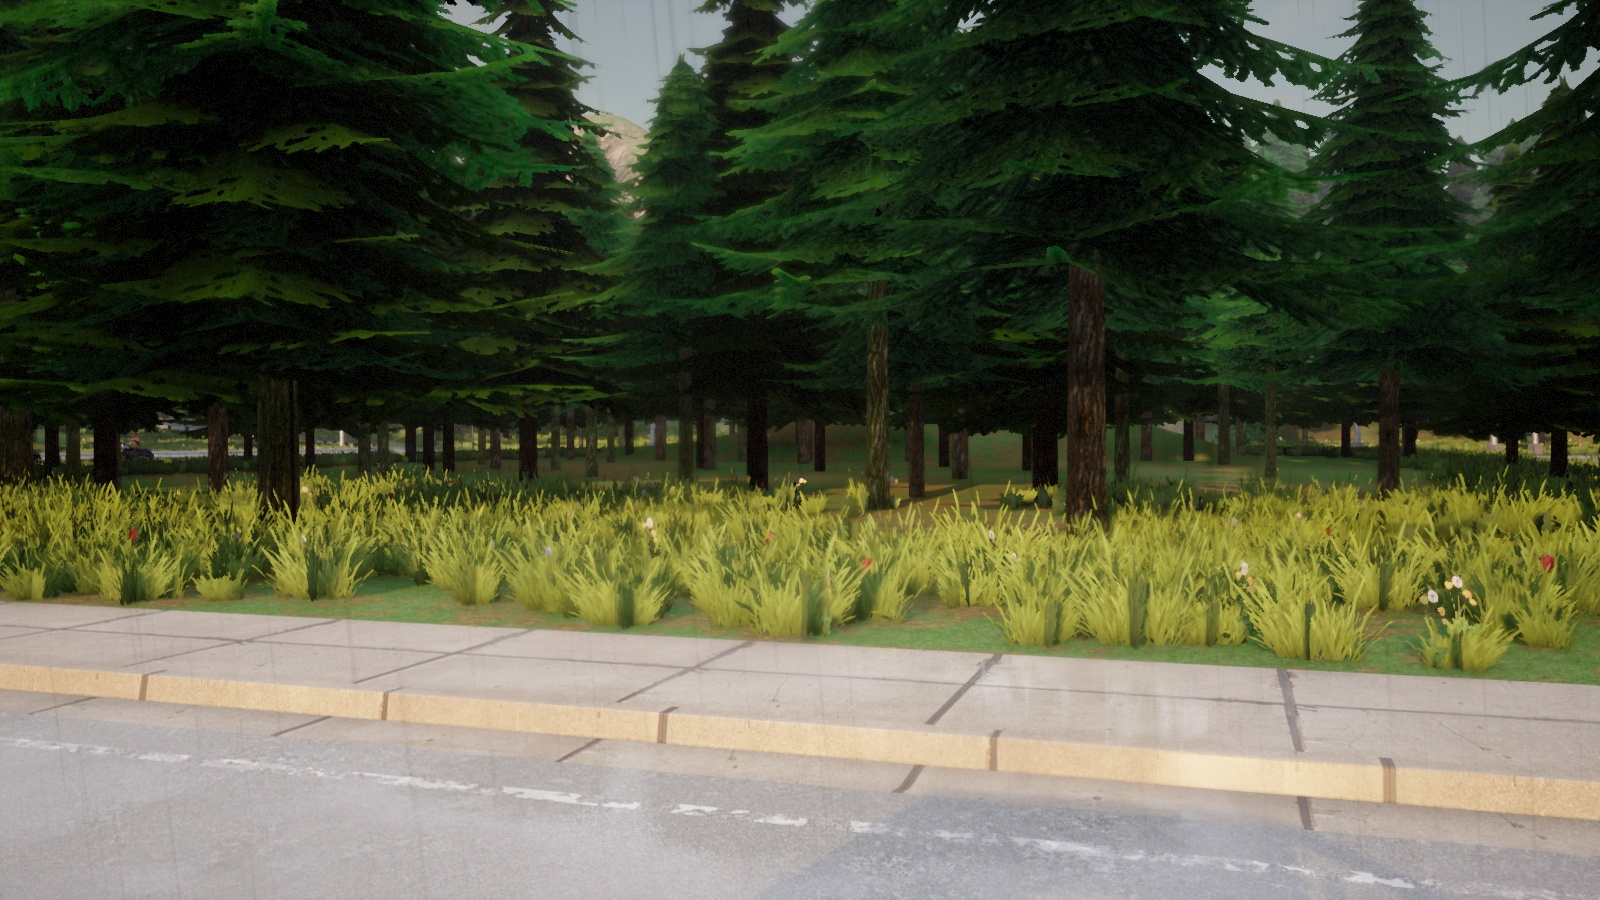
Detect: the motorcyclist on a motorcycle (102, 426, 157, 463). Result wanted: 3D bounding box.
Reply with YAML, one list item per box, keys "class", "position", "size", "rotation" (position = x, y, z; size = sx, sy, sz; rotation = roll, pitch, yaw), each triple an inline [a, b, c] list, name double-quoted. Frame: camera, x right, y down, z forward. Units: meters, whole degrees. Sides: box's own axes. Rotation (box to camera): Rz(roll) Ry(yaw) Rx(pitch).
- class: "motorcyclist on a motorcycle"
  position: [-31.143, -0.274, 58.405]
  size: [0.766, 1.649, 2.350]
  rotation: [1, 1, 19]
